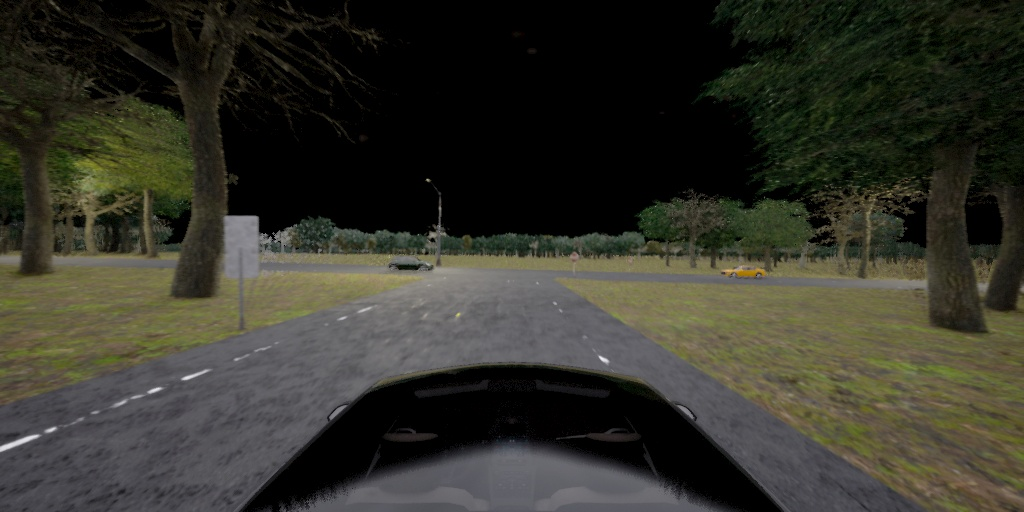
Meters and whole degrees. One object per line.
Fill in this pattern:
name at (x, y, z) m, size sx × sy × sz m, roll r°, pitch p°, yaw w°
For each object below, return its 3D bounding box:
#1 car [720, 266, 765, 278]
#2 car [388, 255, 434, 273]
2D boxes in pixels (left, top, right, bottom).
car at (28.676, 1.955, 44.638) m, size 5.008 × 1.535 × 1.882 m, roll 0°, pitch 1°, yaw 0°
car at (-10.557, 0.792, 37.801) m, size 4.553 × 1.767 × 2.097 m, roll 1°, pitch 1°, yaw 0°
